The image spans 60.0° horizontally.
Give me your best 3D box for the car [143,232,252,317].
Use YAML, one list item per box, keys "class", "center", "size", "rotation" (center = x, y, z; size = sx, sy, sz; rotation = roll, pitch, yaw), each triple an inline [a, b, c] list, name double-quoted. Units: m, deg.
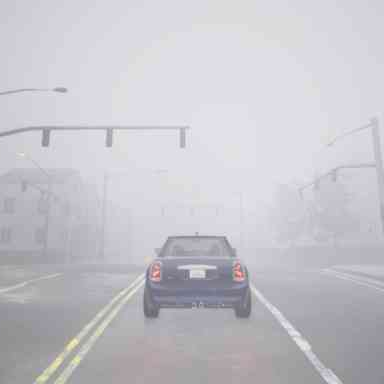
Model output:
- class: "car"
  center: [0.103, 1.796, 8.335]
  size: [2.097, 1.767, 4.553]
  rotation: [0, -7, 0]
